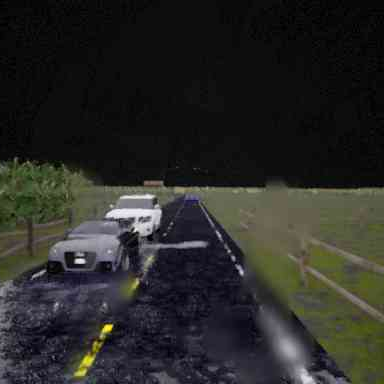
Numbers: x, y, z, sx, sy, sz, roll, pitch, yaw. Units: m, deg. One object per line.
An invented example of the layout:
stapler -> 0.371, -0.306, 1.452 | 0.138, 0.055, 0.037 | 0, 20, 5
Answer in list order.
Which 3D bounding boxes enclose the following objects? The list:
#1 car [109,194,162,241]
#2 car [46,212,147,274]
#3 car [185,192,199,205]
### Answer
car -> -2.756, 1.160, 16.708 | 2.150, 2.045, 5.566 | 0, 0, 0
car -> -2.771, 1.527, 10.261 | 1.994, 1.385, 4.181 | 0, 0, 1
car -> -0.009, 1.008, 54.985 | 2.150, 2.045, 5.566 | 0, 0, 0
